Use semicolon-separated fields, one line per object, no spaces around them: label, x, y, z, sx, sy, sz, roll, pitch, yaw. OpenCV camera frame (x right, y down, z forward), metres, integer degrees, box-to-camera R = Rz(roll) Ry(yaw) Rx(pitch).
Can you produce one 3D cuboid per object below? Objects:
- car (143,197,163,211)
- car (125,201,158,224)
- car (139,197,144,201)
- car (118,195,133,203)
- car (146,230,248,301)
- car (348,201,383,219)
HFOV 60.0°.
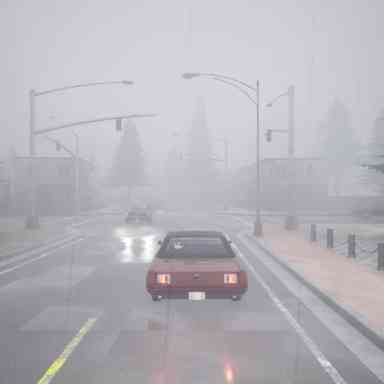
car;-4.568;1.513;41.340;2.033;1.411;5.357;0;0;-4
car;-3.797;1.586;24.775;1.895;1.301;4.718;0;0;-2
car;-7.901;1.530;57.551;1.994;1.385;4.181;0;0;-19
car;-14.281;1.458;71.176;1.837;1.490;4.892;0;0;-31
car;0.071;1.601;8.268;1.895;1.301;4.718;0;0;-1
car;15.762;1.476;27.933;4.902;1.511;2.128;0;0;2
